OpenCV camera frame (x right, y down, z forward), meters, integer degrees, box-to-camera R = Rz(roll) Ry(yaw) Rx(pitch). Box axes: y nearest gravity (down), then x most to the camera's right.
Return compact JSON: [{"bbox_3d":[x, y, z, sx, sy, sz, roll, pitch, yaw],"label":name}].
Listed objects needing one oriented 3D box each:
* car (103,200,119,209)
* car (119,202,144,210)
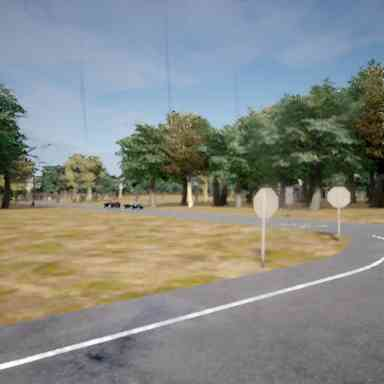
[{"bbox_3d":[-14.696,2.225,61.015,1.882,1.535,5.008,2,-2,-35],"label":"car"},{"bbox_3d":[-9.490,2.199,53.514,1.895,1.301,4.718,2,-2,-34],"label":"car"}]
